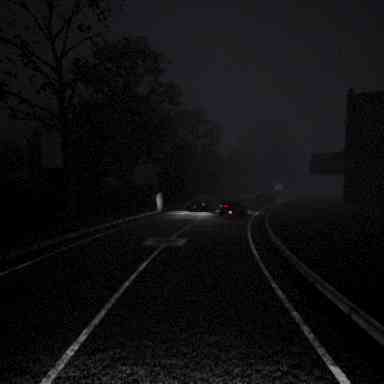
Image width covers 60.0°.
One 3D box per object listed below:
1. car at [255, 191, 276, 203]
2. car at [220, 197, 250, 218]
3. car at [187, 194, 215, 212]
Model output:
[{"bbox_3d":[9.671,0.591,43.471,1.882,1.535,5.008,3,3,26],"label":"car"},{"bbox_3d":[3.417,1.151,26.580,1.837,1.490,4.892,1,2,15],"label":"car"},{"bbox_3d":[0.954,0.961,31.343,1.812,1.442,4.674,2,2,18],"label":"car"}]
